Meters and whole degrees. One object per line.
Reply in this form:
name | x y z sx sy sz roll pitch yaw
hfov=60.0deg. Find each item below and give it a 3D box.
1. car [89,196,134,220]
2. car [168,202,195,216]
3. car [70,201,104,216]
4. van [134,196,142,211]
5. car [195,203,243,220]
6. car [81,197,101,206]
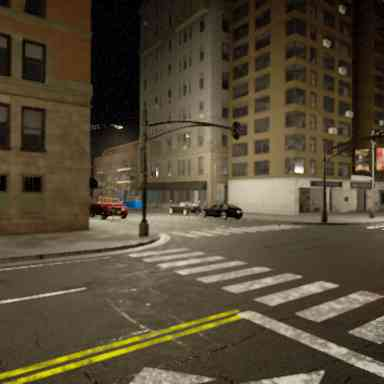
car | -7.282 1.334 28.590 2.192 1.841 5.009 1 0 -35
car | -0.733 1.640 33.224 2.008 1.369 4.403 1 0 -35
car | -10.554 1.585 33.210 1.947 1.339 4.313 1 0 -35
van | -7.272 1.431 42.469 1.690 1.788 3.998 1 0 -35
car | 2.538 1.655 28.602 1.947 1.339 4.313 1 0 -35
car | -17.182 1.616 56.472 1.752 1.417 4.829 1 0 -35
